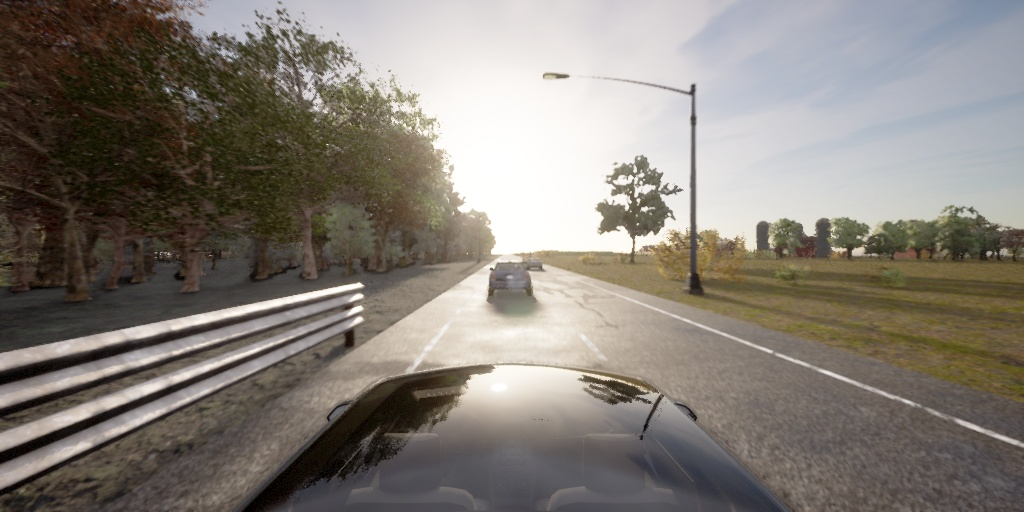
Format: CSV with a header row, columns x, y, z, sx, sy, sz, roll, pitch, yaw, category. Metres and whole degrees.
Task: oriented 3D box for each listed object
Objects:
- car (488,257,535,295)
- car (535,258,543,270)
x,y,z,sx,sy,sz,roll,pitch,yaw,category
-0.125,0.982,18.919,2.097,1.767,4.553,0,1,-1,car
2.844,0.964,45.338,2.033,1.411,5.357,0,0,-1,car
